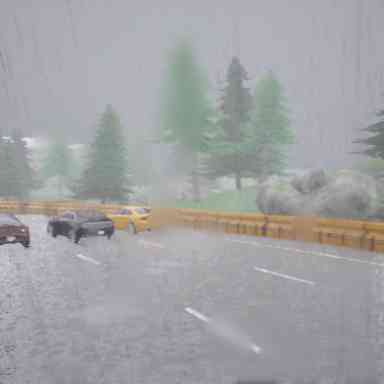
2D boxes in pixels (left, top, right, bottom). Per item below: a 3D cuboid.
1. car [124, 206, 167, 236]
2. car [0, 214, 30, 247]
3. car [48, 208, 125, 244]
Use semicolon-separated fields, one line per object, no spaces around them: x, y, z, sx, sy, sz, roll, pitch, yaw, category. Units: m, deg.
-3.531;1.588;19.626;1.882;1.535;5.008;-1;0;-42;car
-8.688;1.689;14.815;1.812;1.442;4.674;0;0;-43;car
-5.711;1.626;16.817;2.128;1.511;4.902;-1;0;-41;car
